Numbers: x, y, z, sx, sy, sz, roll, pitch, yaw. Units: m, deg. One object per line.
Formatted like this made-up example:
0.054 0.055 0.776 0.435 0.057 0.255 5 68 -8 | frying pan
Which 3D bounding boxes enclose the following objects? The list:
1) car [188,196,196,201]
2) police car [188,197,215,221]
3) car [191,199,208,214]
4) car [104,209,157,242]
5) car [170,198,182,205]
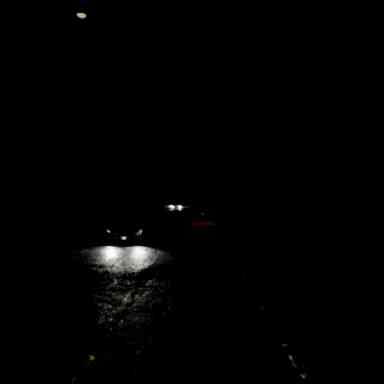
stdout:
-0.005 1.625 84.215 1.895 1.301 4.718 0 0 0 | car
0.823 1.455 27.771 1.930 1.638 5.238 0 0 0 | police car
0.823 1.573 37.661 1.812 1.442 4.674 0 0 0 | car
-2.851 1.561 16.608 2.033 1.411 5.357 0 0 0 | car
-2.793 1.696 59.256 1.895 1.301 4.718 0 0 1 | car
